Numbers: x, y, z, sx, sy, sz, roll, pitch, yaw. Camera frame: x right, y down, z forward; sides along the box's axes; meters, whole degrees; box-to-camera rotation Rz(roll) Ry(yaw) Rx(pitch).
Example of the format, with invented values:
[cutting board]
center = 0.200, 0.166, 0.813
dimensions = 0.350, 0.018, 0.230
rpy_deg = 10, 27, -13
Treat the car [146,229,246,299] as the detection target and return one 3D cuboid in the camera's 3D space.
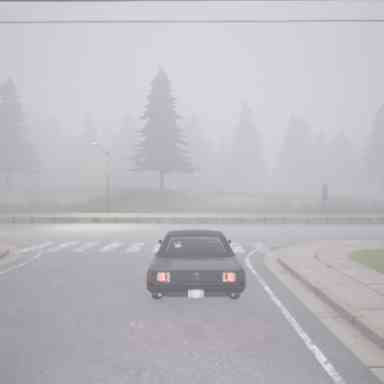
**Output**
[car]
center = 0.070, 1.593, 8.368
dimensions = 1.895, 1.301, 4.718
rpy_deg = 0, 0, 0
